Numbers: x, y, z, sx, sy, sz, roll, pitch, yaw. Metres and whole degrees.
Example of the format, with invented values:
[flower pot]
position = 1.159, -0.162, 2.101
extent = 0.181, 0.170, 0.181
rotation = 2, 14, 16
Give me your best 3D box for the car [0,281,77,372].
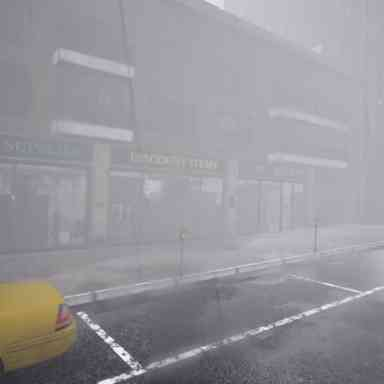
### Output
[car]
position = -3.763, 1.525, 3.386
extent = 4.829, 1.417, 1.752
rotation = 0, 2, -35
